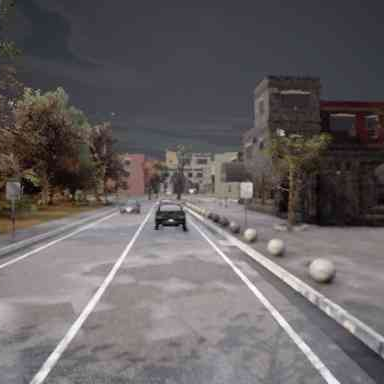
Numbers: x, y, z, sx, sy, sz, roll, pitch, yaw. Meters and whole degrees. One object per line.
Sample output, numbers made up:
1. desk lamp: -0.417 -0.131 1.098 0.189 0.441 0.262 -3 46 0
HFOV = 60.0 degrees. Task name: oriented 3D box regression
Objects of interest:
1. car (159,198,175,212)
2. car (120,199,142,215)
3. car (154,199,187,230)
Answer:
1. car: -2.983 1.534 39.553 1.812 1.442 4.674 0 0 -5
2. car: -6.207 1.512 34.016 2.128 1.511 4.902 0 0 -5
3. car: -1.411 1.481 21.446 1.882 1.535 5.008 0 0 -5
